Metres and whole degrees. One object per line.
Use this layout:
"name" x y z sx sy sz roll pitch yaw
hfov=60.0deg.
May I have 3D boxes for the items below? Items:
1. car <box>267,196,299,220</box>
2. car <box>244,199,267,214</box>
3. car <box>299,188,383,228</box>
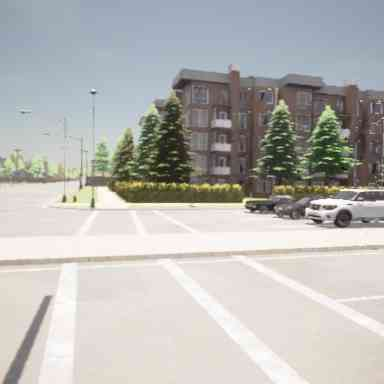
"car" 7.616 0.986 21.655 4.674 1.442 1.812 1 2 -16
"car" 6.336 0.932 24.927 4.718 1.301 1.895 1 2 -16
"car" 9.136 0.814 18.444 5.566 2.045 2.150 1 2 -16
